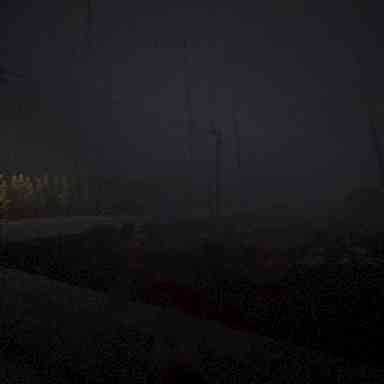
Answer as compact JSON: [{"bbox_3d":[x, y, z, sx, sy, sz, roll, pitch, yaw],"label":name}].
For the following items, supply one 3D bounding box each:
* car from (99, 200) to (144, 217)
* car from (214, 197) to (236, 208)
[{"bbox_3d":[-6.629,1.533,31.631,1.837,1.490,4.892,0,0,33],"label":"car"},{"bbox_3d":[5.006,1.539,49.688,1.837,1.490,4.892,0,0,33],"label":"car"}]
